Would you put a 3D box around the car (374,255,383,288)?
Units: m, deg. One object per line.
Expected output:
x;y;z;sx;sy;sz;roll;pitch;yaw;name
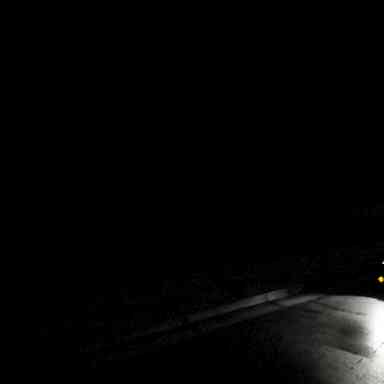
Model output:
6.022;1.520;7.575;4.181;1.385;1.994;0;0;-35;car
